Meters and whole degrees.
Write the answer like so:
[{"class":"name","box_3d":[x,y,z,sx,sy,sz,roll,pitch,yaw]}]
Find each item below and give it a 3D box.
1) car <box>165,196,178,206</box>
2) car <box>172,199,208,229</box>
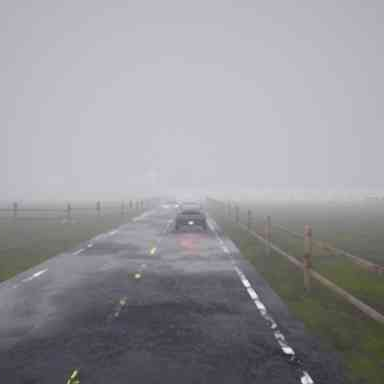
[{"class":"car","box_3d":[-3.192,1.319,52.990,1.882,1.535,5.008,0,0,0]},{"class":"car","box_3d":[-0.072,1.444,20.933,1.837,1.490,4.892,0,1,0]}]
